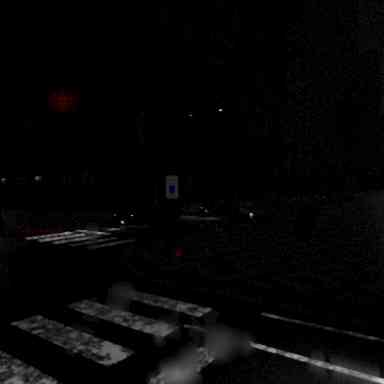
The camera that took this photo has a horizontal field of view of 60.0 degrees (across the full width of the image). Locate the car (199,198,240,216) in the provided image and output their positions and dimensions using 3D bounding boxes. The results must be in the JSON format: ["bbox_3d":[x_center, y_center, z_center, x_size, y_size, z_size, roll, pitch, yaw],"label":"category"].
[{"bbox_3d":[2.503,1.233,28.637,1.812,1.442,4.674,0,1,36],"label":"car"}]

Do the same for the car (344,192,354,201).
[{"bbox_3d":[25.663,0.712,55.515,1.882,1.535,5.008,0,1,36],"label":"car"}]

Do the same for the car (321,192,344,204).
[{"bbox_3d":[19.777,0.873,47.289,1.837,1.490,4.892,0,1,36],"label":"car"}]

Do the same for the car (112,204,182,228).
[{"bbox_3d":[-2.775,1.429,21.280,1.895,1.301,4.718,0,1,36],"label":"car"}]

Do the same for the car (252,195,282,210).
[{"bbox_3d":[8.308,1.052,36.738,1.882,1.535,5.008,0,1,36],"label":"car"}]
